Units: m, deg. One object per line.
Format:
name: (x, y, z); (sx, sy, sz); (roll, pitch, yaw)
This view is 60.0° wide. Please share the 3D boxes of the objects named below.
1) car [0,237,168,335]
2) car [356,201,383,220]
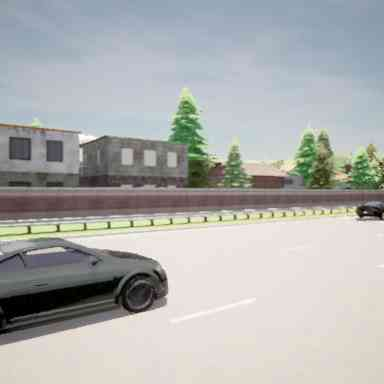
car: (-2.543, 1.564, 6.231); (4.181, 1.385, 1.994); (0, 0, -35)
car: (15.804, 1.474, 27.906); (5.008, 1.535, 1.882); (0, 0, -35)
